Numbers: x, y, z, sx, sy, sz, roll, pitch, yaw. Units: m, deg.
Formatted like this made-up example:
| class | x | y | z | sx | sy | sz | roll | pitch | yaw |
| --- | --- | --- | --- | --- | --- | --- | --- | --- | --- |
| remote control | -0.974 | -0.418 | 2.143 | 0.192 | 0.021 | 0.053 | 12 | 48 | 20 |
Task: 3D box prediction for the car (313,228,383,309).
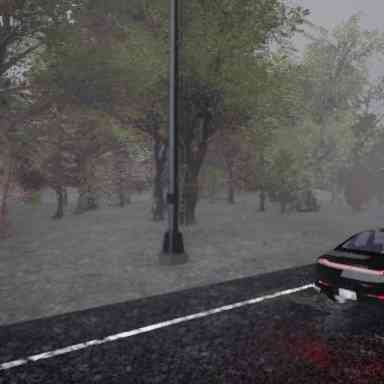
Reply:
| class | x | y | z | sx | sy | sz | roll | pitch | yaw |
| --- | --- | --- | --- | --- | --- | --- | --- | --- | --- |
| car | 4.604 | 1.523 | 7.029 | 4.902 | 1.511 | 2.128 | 0 | 0 | -35 |
